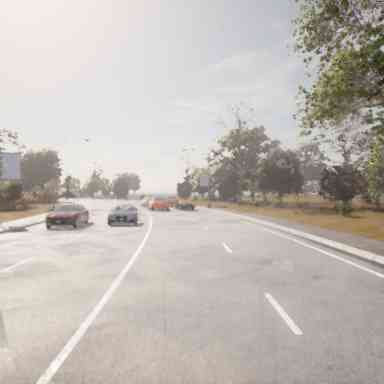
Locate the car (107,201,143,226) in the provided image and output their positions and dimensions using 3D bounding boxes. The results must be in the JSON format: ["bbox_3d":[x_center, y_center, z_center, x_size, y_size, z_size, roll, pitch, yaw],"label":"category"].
[{"bbox_3d":[-4.807,1.592,23.767,1.994,1.385,4.181,0,0,-6],"label":"car"}]

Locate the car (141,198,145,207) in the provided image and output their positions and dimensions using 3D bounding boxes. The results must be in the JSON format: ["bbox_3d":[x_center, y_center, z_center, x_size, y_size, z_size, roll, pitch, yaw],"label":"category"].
[{"bbox_3d":[-6.987,1.575,52.023,1.812,1.442,4.674,0,0,-19],"label":"car"}]

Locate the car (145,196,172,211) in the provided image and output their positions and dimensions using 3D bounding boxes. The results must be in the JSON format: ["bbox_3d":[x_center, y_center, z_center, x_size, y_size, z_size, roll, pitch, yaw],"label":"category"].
[{"bbox_3d":[-4.303,1.393,42.119,2.097,1.767,4.553,0,0,-15],"label":"car"}]

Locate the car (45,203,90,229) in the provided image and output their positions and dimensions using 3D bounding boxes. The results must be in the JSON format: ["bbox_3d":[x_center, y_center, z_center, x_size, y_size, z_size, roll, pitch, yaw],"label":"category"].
[{"bbox_3d":[-8.168,1.505,22.216,1.882,1.535,5.008,0,0,-5],"label":"car"}]

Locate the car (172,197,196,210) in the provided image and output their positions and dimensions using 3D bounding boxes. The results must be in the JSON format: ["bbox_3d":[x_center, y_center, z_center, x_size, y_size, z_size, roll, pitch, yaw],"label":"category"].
[{"bbox_3d":[-0.965,1.644,43.222,1.895,1.301,4.718,0,0,-15],"label":"car"}]
